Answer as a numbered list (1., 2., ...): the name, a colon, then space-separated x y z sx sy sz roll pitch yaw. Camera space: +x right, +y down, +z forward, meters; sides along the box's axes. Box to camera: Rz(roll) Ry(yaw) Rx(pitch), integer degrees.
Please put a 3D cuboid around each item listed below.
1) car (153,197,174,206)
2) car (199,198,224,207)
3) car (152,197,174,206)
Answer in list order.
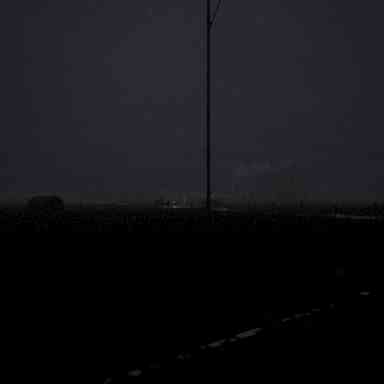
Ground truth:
1. car: -5.053 1.679 59.697 2.097 1.767 4.553 1 -1 -36
2. car: 3.026 1.747 53.147 2.128 1.511 4.902 1 -1 -36
3. car: -5.715 1.821 65.337 1.882 1.535 5.008 1 -1 -36
